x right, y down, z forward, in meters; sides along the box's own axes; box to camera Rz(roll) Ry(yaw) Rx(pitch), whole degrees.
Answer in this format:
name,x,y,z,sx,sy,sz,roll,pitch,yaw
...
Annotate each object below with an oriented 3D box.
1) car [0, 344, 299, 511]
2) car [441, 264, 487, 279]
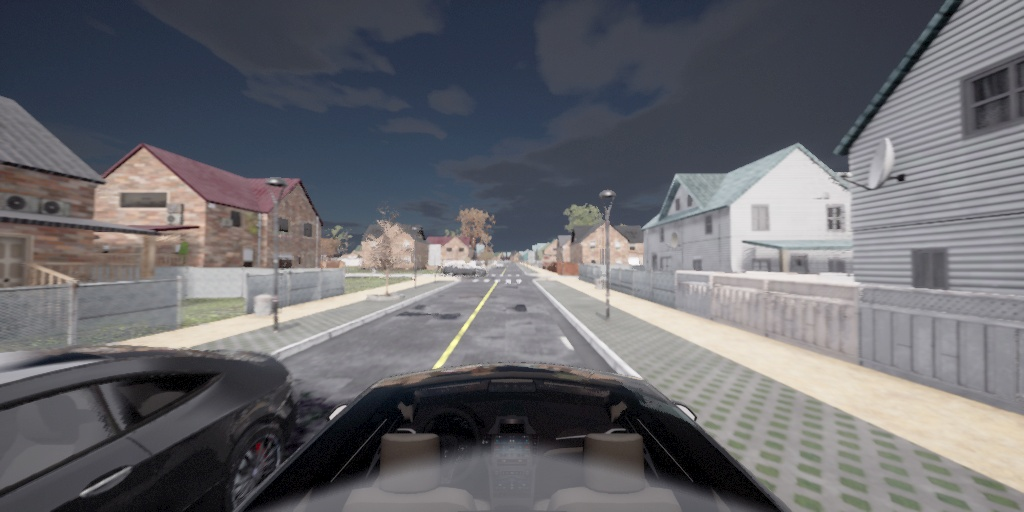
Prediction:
name,x,y,z,sx,sy,sz,roll,pitch,yaw
car,-2.849,1.273,1.482,1.812,1.442,4.674,0,-1,0
car,-5.147,1.595,38.830,4.902,1.511,2.128,2,-1,0
